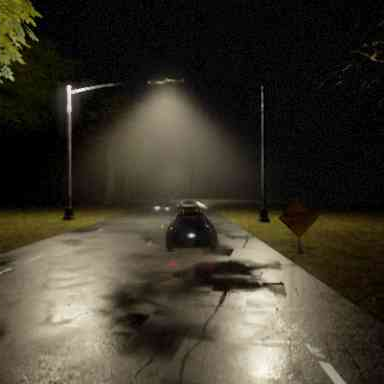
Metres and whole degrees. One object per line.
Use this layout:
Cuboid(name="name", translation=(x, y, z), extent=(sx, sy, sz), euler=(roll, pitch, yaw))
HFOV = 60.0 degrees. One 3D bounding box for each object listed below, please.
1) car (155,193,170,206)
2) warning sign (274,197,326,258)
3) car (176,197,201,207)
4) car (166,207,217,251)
Cuboid(name="car", translation=(-4.640, 1.200, 52.921), extent=(2.150, 2.045, 5.566), euler=(0, 0, -2))
Cuboid(name="warning sign", translation=(3.470, 1.113, 10.830), extent=(1.300, 1.860, 1.060), euler=(-2, -1, -1))
Cuboid(name="car", translation=(-0.278, 1.497, 28.948), extent=(1.837, 1.490, 4.892), euler=(0, 0, -1))
Cuboid(name="car", translation=(-0.031, 1.559, 14.087), extent=(1.994, 1.385, 4.181), euler=(0, 0, 0))
